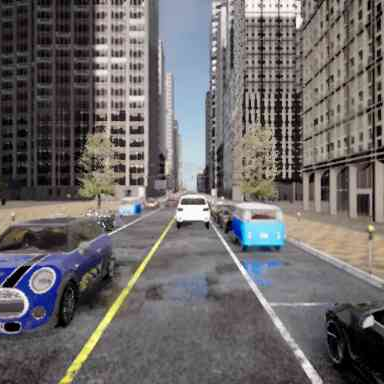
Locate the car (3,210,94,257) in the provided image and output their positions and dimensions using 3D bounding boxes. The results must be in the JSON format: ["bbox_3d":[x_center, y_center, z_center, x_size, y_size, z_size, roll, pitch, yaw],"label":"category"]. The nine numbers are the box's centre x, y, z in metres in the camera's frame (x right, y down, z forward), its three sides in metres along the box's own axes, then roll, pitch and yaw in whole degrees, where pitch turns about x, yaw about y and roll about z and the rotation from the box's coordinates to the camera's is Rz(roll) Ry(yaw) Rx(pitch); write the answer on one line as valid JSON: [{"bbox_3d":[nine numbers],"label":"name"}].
[{"bbox_3d":[-5.712,1.574,13.983,1.752,1.417,4.829,0,0,0],"label":"car"}]

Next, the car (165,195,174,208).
[{"bbox_3d":[-3.084,1.667,50.744,1.882,1.535,5.008,0,0,0],"label":"car"}]

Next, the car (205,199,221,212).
[{"bbox_3d":[2.622,1.655,42.681,1.752,1.417,4.829,0,0,0],"label":"car"}]

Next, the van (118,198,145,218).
[{"bbox_3d":[-5.740,1.442,31.158,1.690,1.788,3.998,0,0,0],"label":"van"}]

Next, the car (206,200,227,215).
[{"bbox_3d":[2.631,1.667,36.840,2.008,1.369,4.403,0,0,0],"label":"car"}]

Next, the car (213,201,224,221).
[{"bbox_3d":[2.649,1.650,25.503,1.947,1.339,4.313,0,0,0],"label":"car"}]

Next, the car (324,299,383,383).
[{"bbox_3d":[2.686,1.577,2.829,1.947,1.339,4.313,0,0,0],"label":"car"}]

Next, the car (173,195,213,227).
[{"bbox_3d":[0.064,1.294,23.210,2.150,2.045,5.566,0,-1,0],"label":"car"}]

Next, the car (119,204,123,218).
[{"bbox_3d":[-5.722,1.618,19.820,2.008,1.369,4.403,0,0,0],"label":"car"}]

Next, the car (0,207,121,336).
[{"bbox_3d":[-3.113,1.377,7.049,2.097,1.767,4.553,0,0,0],"label":"car"}]

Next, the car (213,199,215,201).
[{"bbox_3d":[2.640,1.627,31.342,1.752,1.417,4.829,0,0,0],"label":"car"}]

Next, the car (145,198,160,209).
[{"bbox_3d":[-5.767,1.582,48.163,1.967,1.590,4.097,0,0,0],"label":"car"}]

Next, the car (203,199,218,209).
[{"bbox_3d":[2.613,1.693,48.178,2.008,1.369,4.403,0,0,0],"label":"car"}]

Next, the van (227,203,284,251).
[{"bbox_3d":[2.668,1.390,14.167,1.690,1.788,3.998,0,0,0],"label":"van"}]

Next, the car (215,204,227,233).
[{"bbox_3d":[2.659,1.633,19.835,1.947,1.339,4.313,0,0,0],"label":"car"}]

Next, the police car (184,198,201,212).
[{"bbox_3d":[0.033,1.634,41.784,2.038,1.542,4.974,0,0,0],"label":"police car"}]
